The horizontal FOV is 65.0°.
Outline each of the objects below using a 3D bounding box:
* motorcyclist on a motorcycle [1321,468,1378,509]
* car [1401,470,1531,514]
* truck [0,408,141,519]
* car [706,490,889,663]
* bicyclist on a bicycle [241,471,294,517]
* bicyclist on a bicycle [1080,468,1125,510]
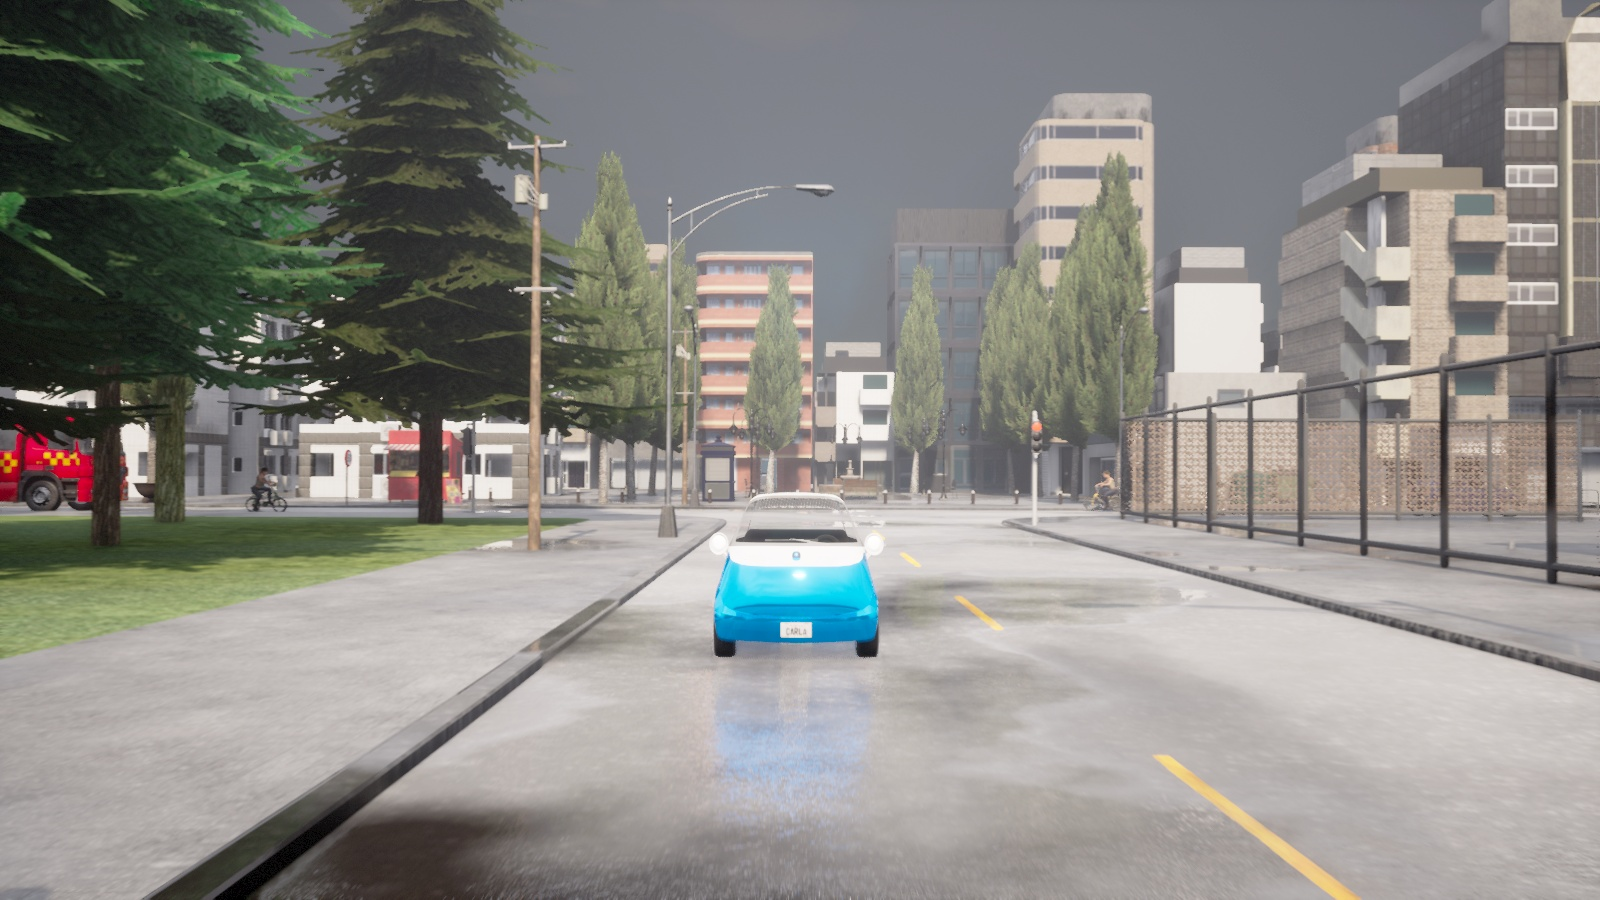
[{"bbox_3d":[21.382,1.499,48.915,1.817,1.590,0.866,0,-1,0],"label":"motorcyclist on a motorcycle"},{"bbox_3d":[23.773,1.483,44.922,3.633,1.501,1.845,0,-1,0],"label":"car"},{"bbox_3d":[-28.496,0.511,44.790,8.468,3.827,2.891,0,-1,0],"label":"truck"},{"bbox_3d":[-0.024,1.058,11.270,1.481,1.376,2.207,0,-1,0],"label":"car"},{"bbox_3d":[-18.991,1.575,44.813,1.509,1.612,0.866,0,-1,0],"label":"bicyclist on a bicycle"},{"bbox_3d":[11.760,1.520,48.882,1.509,1.612,0.866,0,-1,0],"label":"bicyclist on a bicycle"}]
